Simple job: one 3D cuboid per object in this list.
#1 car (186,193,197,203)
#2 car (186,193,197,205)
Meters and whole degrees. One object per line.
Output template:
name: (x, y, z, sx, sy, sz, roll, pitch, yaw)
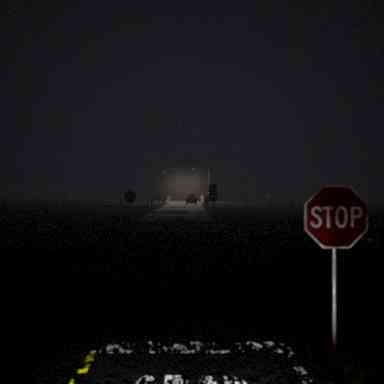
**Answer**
car: (-0.110, 1.153, 70.734, 2.150, 2.045, 5.566, 0, 0, 0)
car: (-0.093, 1.391, 60.668, 2.097, 1.767, 4.553, 0, 0, 0)
